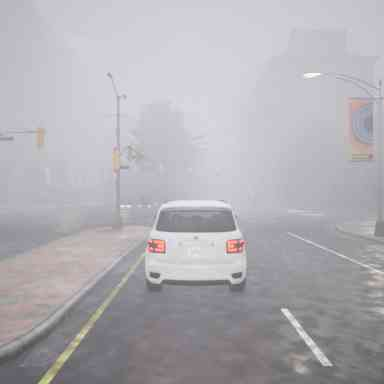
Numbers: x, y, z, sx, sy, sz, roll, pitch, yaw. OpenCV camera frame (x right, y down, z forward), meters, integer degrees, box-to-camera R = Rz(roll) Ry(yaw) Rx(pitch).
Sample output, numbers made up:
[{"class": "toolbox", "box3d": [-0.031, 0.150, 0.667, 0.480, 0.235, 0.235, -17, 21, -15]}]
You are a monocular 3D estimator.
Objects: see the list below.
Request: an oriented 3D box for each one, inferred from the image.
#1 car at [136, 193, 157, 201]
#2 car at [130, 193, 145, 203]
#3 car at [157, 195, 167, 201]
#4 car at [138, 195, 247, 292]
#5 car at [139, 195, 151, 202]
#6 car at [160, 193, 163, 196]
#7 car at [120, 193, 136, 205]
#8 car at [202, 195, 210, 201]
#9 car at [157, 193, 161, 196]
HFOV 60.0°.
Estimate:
[{"class": "car", "box3d": [-7.916, 1.352, 57.926, 2.097, 1.767, 4.553, 0, 0, 0]}, {"class": "car", "box3d": [-11.302, 1.225, 69.624, 2.150, 2.045, 5.566, 0, 0, 0]}, {"class": "car", "box3d": [-7.754, 1.552, 86.243, 1.994, 1.385, 4.181, 0, 0, 0]}, {"class": "car", "box3d": [0.096, 1.221, 9.048, 2.150, 2.045, 5.566, 0, 0, 0]}, {"class": "car", "box3d": [-11.272, 1.525, 80.062, 2.128, 1.511, 4.902, 0, 0, 0]}, {"class": "car", "box3d": [-7.783, 1.225, 76.427, 2.150, 2.045, 5.566, 0, 0, 0]}, {"class": "car", "box3d": [-11.399, 1.491, 59.705, 2.128, 1.511, 4.902, 0, 0, 1]}, {"class": "car", "box3d": [3.756, 1.540, 89.897, 2.033, 1.411, 5.357, 0, 0, 0]}, {"class": "car", "box3d": [-7.834, 1.526, 66.811, 1.812, 1.442, 4.674, 0, 0, 1]}]
